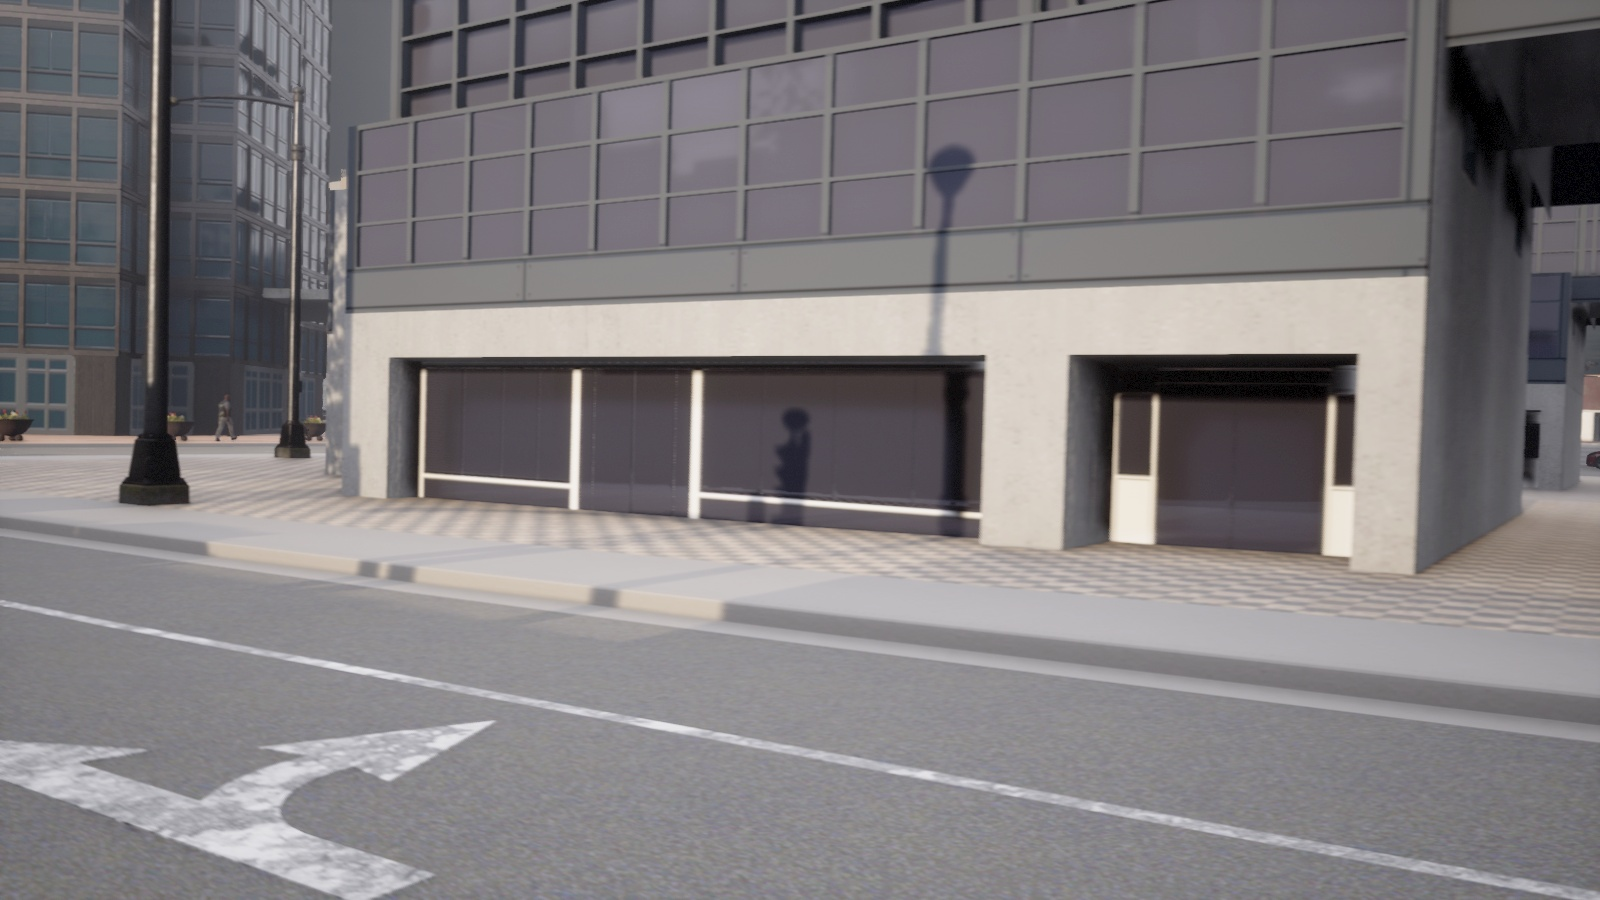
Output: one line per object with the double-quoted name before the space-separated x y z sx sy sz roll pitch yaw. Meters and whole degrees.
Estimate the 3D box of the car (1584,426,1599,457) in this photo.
"car" 45.802 -0.438 68.585 4.856 1.649 2.033 2 2 38

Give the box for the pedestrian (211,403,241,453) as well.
"pedestrian" -21.725 -0.839 47.533 0.563 1.883 0.849 1 2 25
